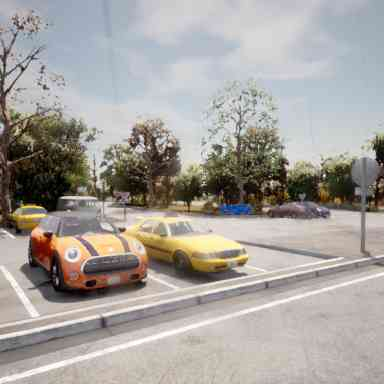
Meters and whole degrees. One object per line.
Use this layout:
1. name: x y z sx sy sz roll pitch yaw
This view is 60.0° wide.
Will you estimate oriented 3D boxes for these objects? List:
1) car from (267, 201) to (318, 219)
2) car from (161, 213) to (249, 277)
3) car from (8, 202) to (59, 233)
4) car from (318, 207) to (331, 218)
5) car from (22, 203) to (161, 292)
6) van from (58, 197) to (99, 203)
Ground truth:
1. car: 9.677 1.881 33.269 2.002 1.452 4.674 2 -1 -36
2. car: -0.525 1.491 10.689 1.946 1.575 5.366 0 0 -36
3. car: -9.626 1.479 19.717 1.946 1.575 5.366 0 0 -36
4. car: 12.232 1.788 35.153 2.185 1.767 4.553 2 -1 -35
5. car: -3.022 1.350 9.167 2.185 1.767 4.553 0 0 -36
6. van: -7.177 1.273 21.098 1.878 1.987 4.442 0 0 -36
